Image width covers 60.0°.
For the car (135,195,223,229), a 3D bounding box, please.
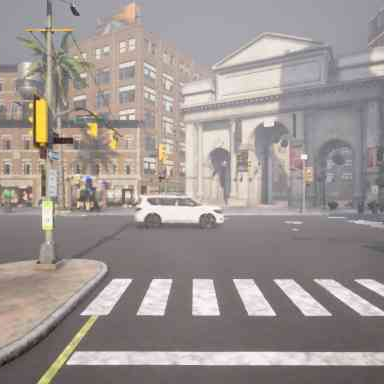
[{"bbox_3d":[-0.814,1.221,21.047,5.566,2.045,2.150,0,0,0],"label":"car"}]
